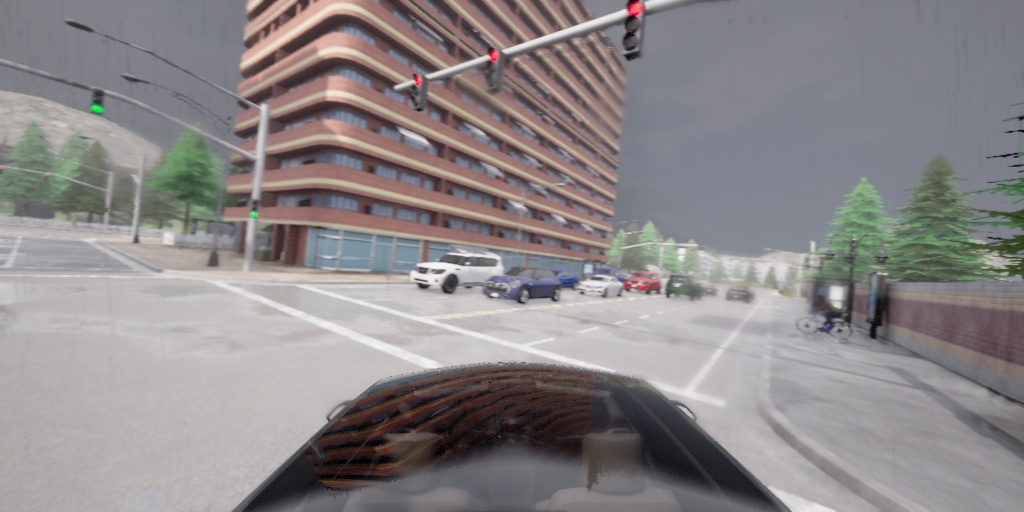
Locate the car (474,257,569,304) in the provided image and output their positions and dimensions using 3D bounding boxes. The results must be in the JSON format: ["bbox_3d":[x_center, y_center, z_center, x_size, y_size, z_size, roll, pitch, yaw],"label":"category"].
[{"bbox_3d":[0.613,1.289,17.745,2.097,1.767,4.553,5,-1,36],"label":"car"}]

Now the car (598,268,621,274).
[{"bbox_3d":[9.779,2.236,36.191,2.150,2.045,5.566,5,-1,37],"label":"car"}]

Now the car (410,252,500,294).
[{"bbox_3d":[-2.663,0.839,19.161,2.150,2.045,5.566,5,-1,36],"label":"car"}]

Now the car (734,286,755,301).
[{"bbox_3d":[28.284,4.475,43.559,1.812,1.442,4.674,5,-1,36],"label":"car"}]

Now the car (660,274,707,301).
[{"bbox_3d":[15.000,2.722,31.198,2.150,2.045,5.566,5,-1,36],"label":"car"}]

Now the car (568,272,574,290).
[{"bbox_3d":[3.459,1.783,27.586,1.882,1.535,5.008,5,-1,36],"label":"car"}]

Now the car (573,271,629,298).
[{"bbox_3d":[6.507,2.126,25.833,1.812,1.442,4.674,5,-1,36],"label":"car"}]

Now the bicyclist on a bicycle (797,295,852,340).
[{"bbox_3d":[12.330,2.395,14.140,1.656,1.620,0.582,6,0,36],"label":"bicyclist on a bicycle"}]

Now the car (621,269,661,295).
[{"bbox_3d":[12.576,2.502,34.110,2.150,2.045,5.566,5,-1,37],"label":"car"}]

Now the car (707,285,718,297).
[{"bbox_3d":[22.864,3.990,42.078,1.895,1.301,4.718,5,-1,37],"label":"car"}]

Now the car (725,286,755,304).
[{"bbox_3d":[22.427,3.783,35.496,2.128,1.511,4.902,5,-1,36],"label":"car"}]
